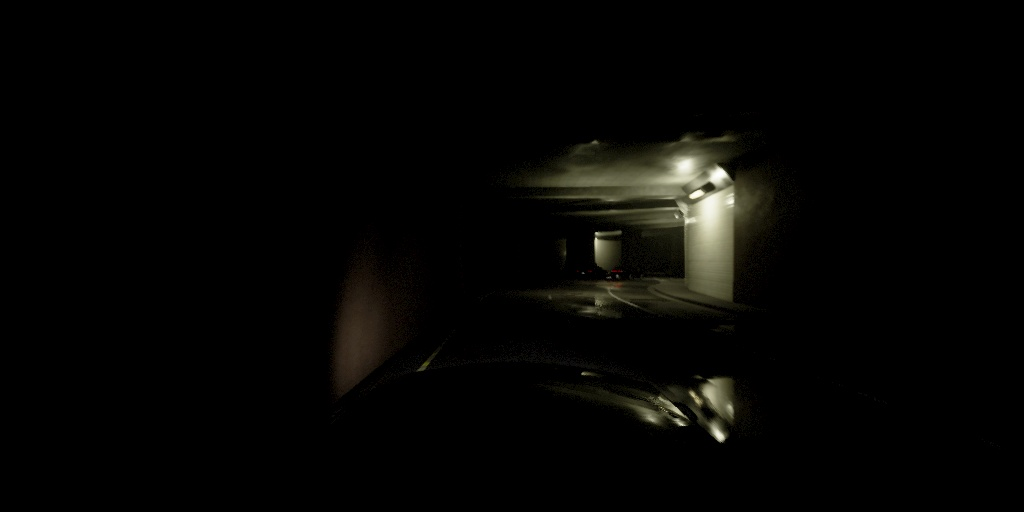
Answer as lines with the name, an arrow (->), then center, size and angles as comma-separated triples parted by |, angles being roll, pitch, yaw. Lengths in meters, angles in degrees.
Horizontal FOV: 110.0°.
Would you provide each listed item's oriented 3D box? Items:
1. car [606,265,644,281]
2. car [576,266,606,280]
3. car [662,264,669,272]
car -> 11.793, 1.680, 36.582 | 1.837, 1.490, 4.892 | -1, -1, 41
car -> 8.543, 1.722, 38.092 | 1.994, 1.385, 4.181 | 0, -1, 40
car -> 26.758, 2.065, 57.410 | 4.181, 1.385, 1.994 | 1, -1, -20
